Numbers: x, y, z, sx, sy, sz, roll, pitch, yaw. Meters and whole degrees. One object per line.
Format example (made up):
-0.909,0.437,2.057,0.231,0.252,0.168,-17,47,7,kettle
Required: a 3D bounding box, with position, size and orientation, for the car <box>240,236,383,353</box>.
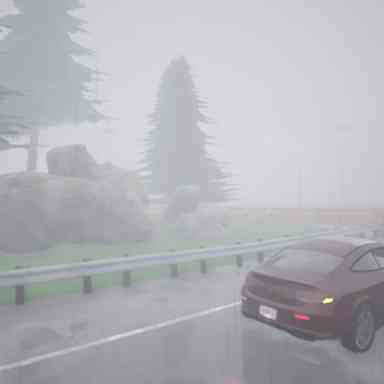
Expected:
2.891,1.563,6.191,4.674,1.442,1.812,0,0,-38,car
